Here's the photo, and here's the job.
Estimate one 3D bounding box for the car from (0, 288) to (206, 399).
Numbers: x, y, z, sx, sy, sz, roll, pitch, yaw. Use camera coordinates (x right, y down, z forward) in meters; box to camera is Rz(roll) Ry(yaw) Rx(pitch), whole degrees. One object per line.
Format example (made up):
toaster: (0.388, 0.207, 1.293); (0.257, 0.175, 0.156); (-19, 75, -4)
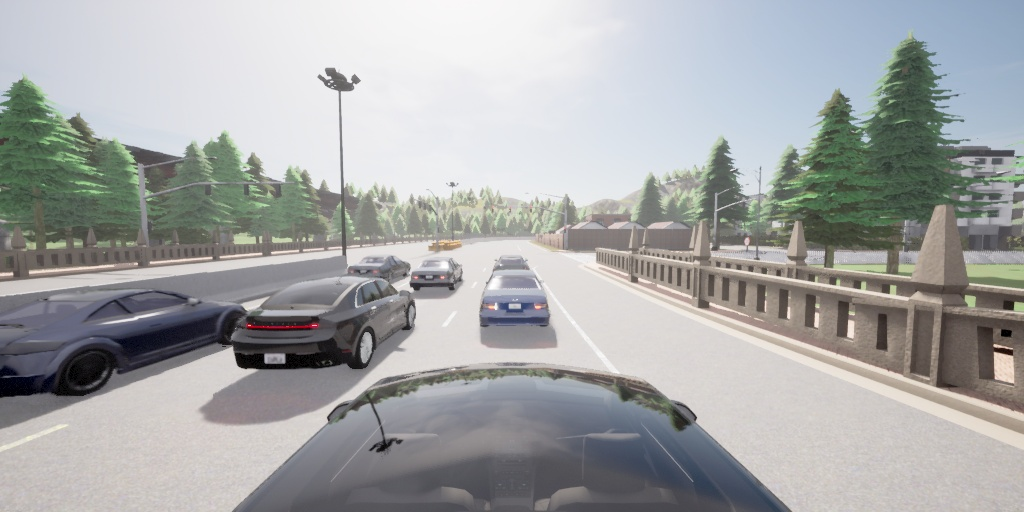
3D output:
car: (-6.931, 1.257, 6.456); (1.994, 1.385, 4.181); (0, 1, -1)

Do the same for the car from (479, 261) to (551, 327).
car: (0.042, 1.103, 10.789); (2.033, 1.411, 5.357); (0, 2, 0)

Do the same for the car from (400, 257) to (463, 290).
car: (-3.502, 0.755, 17.279); (2.033, 1.411, 5.357); (0, 4, -2)

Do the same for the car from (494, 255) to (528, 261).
car: (-0.038, 0.617, 19.867); (1.994, 1.385, 4.181); (0, 3, 0)

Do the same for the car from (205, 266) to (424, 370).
car: (-3.438, 1.169, 7.580); (1.837, 1.490, 4.892); (0, 1, -1)

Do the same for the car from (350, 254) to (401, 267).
car: (-7.034, 0.621, 19.438); (2.033, 1.411, 5.357); (0, 3, -1)
